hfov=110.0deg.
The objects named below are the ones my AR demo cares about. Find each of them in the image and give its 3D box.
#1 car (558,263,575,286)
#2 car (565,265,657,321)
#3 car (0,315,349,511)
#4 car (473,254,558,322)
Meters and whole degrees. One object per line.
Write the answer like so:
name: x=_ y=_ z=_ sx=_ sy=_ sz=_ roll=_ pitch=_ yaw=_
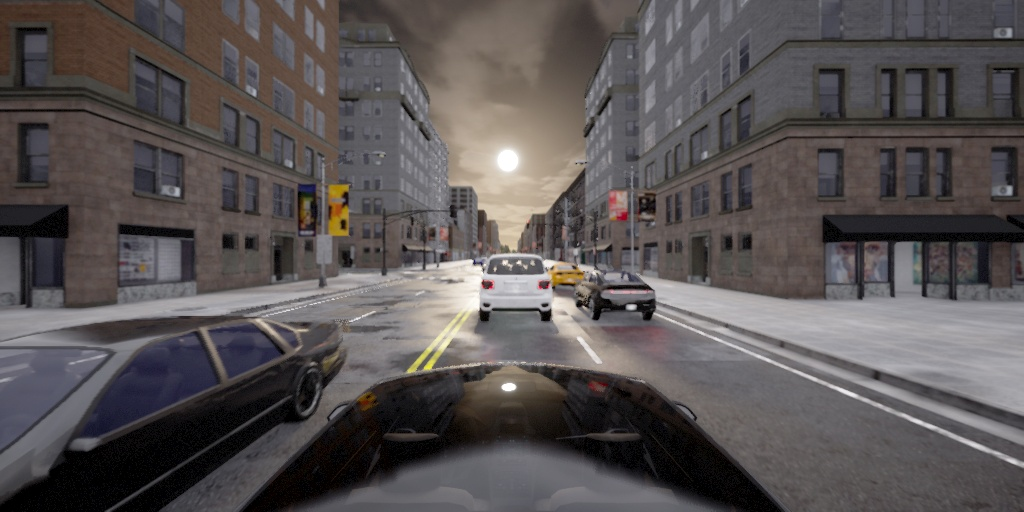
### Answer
car: x=3.249 y=1.183 z=22.568 sx=1.882 sy=1.535 sz=5.008 roll=0 pitch=0 yaw=0
car: x=3.340 y=1.218 z=12.427 sx=2.128 sy=1.511 sz=4.902 roll=0 pitch=0 yaw=0
car: x=-3.351 y=1.294 z=3.035 sx=2.033 sy=1.411 sz=5.357 roll=0 pitch=0 yaw=0
car: x=0.101 y=0.947 z=12.408 sx=2.150 sy=2.045 sz=5.566 roll=0 pitch=0 yaw=0
